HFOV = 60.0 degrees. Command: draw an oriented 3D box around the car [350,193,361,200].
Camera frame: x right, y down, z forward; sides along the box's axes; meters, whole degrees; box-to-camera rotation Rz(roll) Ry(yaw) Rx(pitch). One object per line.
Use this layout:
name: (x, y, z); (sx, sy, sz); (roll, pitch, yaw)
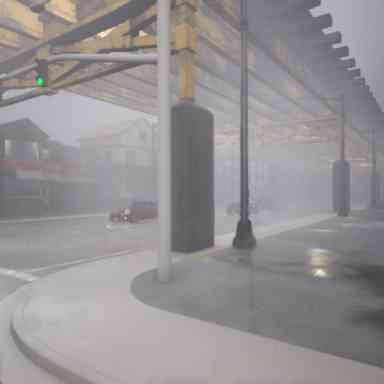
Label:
car: (38.075, 1.061, 79.175); (2.033, 1.411, 5.357); (0, 1, 35)

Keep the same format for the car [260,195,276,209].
car: (9.665, 1.358, 45.080); (2.097, 1.767, 4.553); (0, 0, 36)

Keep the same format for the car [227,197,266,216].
car: (5.169, 1.554, 32.557); (1.837, 1.490, 4.892); (0, 0, 35)

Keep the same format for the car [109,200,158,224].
car: (-4.161, 1.419, 25.581); (2.097, 1.767, 4.553); (0, 0, 35)
